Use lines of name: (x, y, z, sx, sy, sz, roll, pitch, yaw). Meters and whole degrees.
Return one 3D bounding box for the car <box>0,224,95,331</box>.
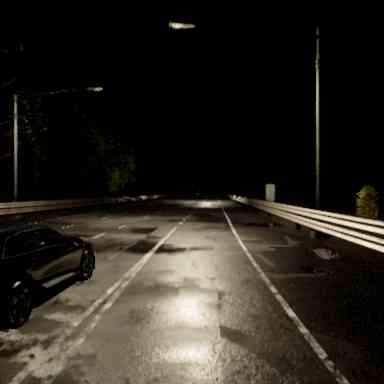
car: (-3.648, 1.430, 6.896, 2.033, 1.649, 4.856, 0, 0, 4)
